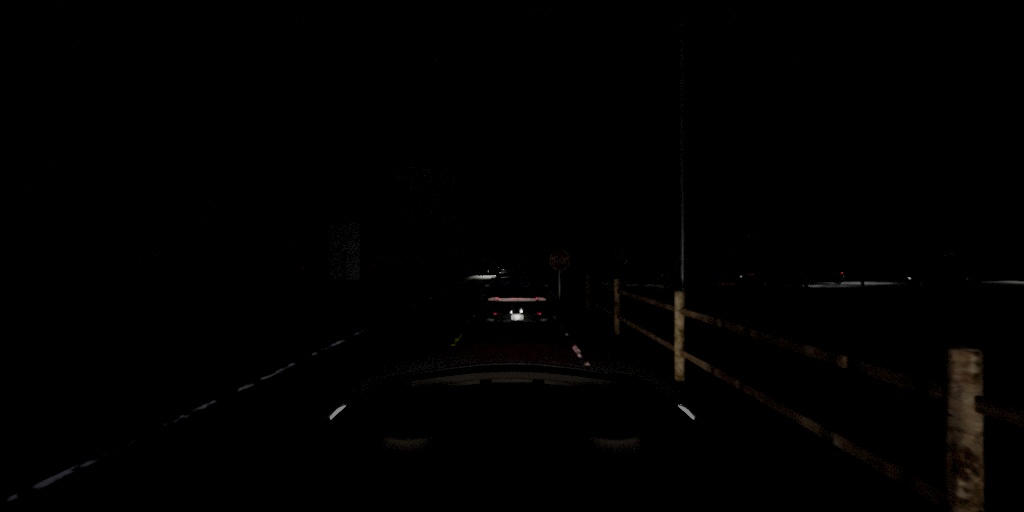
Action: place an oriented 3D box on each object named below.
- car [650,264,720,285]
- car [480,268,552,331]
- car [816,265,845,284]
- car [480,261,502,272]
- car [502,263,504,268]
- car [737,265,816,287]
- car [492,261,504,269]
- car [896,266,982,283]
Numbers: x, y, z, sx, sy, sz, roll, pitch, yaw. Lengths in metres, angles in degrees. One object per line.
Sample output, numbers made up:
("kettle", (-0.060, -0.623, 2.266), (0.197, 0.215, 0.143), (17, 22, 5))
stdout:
("car", (13.117, 1.347, 27.334), (5.008, 1.535, 1.882), (0, -1, -2))
("car", (0.144, 1.307, 11.307), (2.128, 1.511, 4.902), (0, 0, 0))
("car", (22.773, 1.395, 27.478), (4.181, 1.385, 1.994), (0, -1, 0))
("car", (-2.632, 1.567, 42.439), (1.994, 1.385, 4.181), (0, 0, 1))
("car", (-2.573, 1.561, 52.641), (1.837, 1.490, 4.892), (0, 0, 1))
("car", (17.659, 1.373, 24.508), (4.181, 1.385, 1.994), (0, -1, 0))
("car", (-2.481, 1.642, 65.179), (1.812, 1.442, 4.674), (0, 0, 1))
("car", (32.719, 1.391, 27.595), (4.718, 1.301, 1.895), (0, -1, -1))
